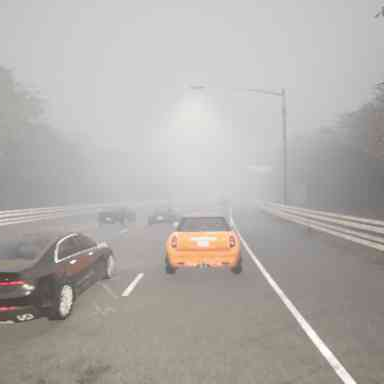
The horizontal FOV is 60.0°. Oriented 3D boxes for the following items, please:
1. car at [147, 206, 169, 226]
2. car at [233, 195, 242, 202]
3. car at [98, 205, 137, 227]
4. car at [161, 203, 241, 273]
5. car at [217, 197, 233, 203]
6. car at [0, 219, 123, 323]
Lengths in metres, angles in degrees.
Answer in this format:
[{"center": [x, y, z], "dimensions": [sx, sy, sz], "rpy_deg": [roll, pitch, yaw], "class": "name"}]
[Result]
[{"center": [-2.059, 1.774, 25.162], "dimensions": [1.994, 1.385, 4.181], "rpy_deg": [-1, 0, 5], "class": "car"}, {"center": [11.243, 2.016, 86.387], "dimensions": [1.895, 1.301, 4.718], "rpy_deg": [-1, 0, 14], "class": "car"}, {"center": [-5.557, 1.737, 25.382], "dimensions": [1.882, 1.535, 5.008], "rpy_deg": [-1, 0, 5], "class": "car"}, {"center": [0.403, 1.429, 11.098], "dimensions": [2.097, 1.767, 4.553], "rpy_deg": [-1, 0, 3], "class": "car"}, {"center": [5.686, 1.691, 59.435], "dimensions": [2.097, 1.767, 4.553], "rpy_deg": [-1, 0, 10], "class": "car"}, {"center": [-3.138, 1.605, 7.456], "dimensions": [1.837, 1.490, 4.892], "rpy_deg": [-1, 0, 2], "class": "car"}]
